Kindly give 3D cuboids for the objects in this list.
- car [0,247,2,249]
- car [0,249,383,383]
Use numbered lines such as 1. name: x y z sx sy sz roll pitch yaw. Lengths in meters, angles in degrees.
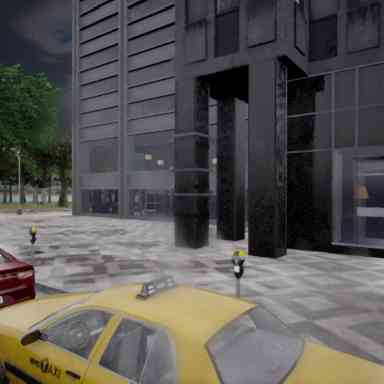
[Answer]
1. car: -4.823 1.545 6.410 4.507 1.381 1.887 0 0 36
2. car: -0.537 1.525 3.347 4.829 1.417 1.752 0 0 36
